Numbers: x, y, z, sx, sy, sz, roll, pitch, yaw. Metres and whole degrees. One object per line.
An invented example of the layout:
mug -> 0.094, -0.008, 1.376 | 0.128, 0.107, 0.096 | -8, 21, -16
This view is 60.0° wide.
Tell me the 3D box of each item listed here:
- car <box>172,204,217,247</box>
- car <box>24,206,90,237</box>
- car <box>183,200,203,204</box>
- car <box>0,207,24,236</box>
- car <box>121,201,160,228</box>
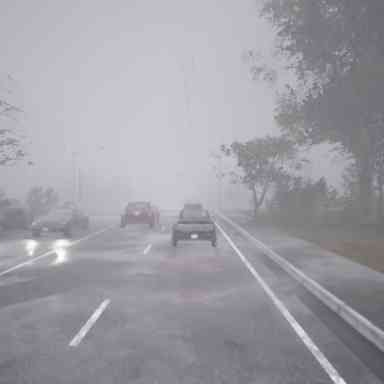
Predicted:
car -> 0.094, 1.505, 15.227 | 2.128, 1.511, 4.902 | 0, 0, 0
car -> -7.016, 1.541, 18.290 | 1.812, 1.442, 4.674 | 0, 0, 0
car -> 0.086, 1.517, 33.113 | 1.882, 1.535, 5.008 | 0, 0, 0
car -> -10.515, 1.562, 18.237 | 2.033, 1.411, 5.357 | 0, 0, 0
car -> -3.409, 1.371, 22.677 | 2.097, 1.767, 4.553 | 0, 0, 0
